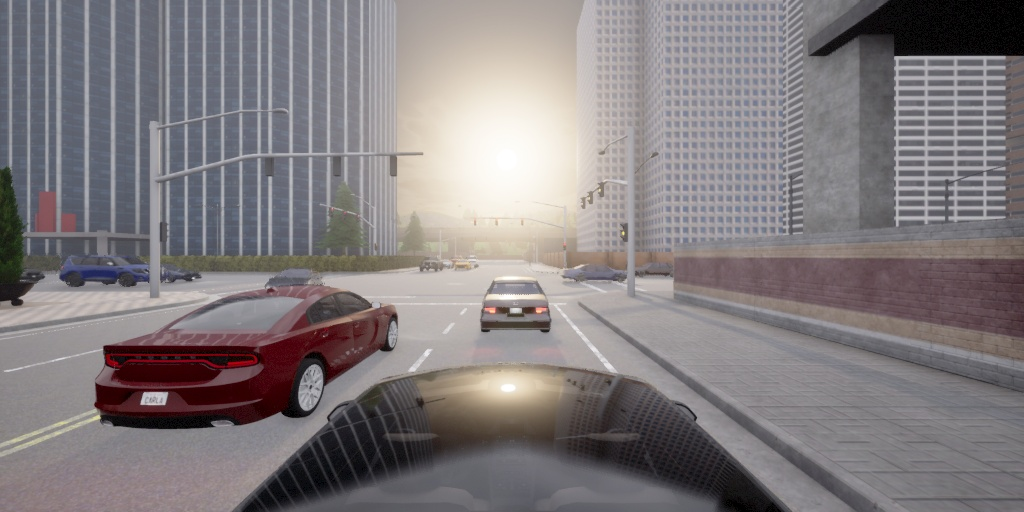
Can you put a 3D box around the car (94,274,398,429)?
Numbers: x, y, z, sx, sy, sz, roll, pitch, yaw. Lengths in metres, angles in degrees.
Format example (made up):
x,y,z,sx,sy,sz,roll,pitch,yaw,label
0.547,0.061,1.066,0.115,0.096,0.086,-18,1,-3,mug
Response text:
x,y,z,sx,sy,sz,roll,pitch,yaw,label
-3.440,1.228,5.945,1.882,1.535,5.008,0,0,0,car

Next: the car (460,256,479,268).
x,y,z,sx,sy,sz,roll,pitch,yaw,label
-7.031,0.971,61.800,2.150,2.045,5.566,0,0,0,car

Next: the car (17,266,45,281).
x,y,z,sx,sy,sz,roll,pitch,yaw,label
-38.537,1.253,27.067,4.892,1.490,1.837,1,0,0,car

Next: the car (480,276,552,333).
x,y,z,sx,sy,sz,roll,pitch,yaw,label
0.090,1.297,10.757,2.033,1.411,5.357,0,0,0,car

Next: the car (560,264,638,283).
x,y,z,sx,sy,sz,roll,pitch,yaw,label
6.456,1.297,27.537,5.357,1.411,2.033,0,0,0,car

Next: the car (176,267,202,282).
x,y,z,sx,sy,sz,roll,pitch,yaw,label
-26.784,1.297,27.131,5.357,1.411,2.033,0,0,0,car

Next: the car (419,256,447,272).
x,y,z,sx,sy,sz,roll,pitch,yaw,label
-10.569,0.972,47.353,2.150,2.045,5.566,0,0,0,car

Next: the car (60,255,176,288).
x,y,z,sx,sy,sz,roll,pitch,yaw,label
-26.098,0.971,23.636,5.566,2.045,2.150,0,0,0,car

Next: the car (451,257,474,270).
x,y,z,sx,sy,sz,roll,pitch,yaw,label
-7.063,1.227,51.959,1.882,1.535,5.008,0,0,0,car

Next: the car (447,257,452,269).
x,y,z,sx,sy,sz,roll,pitch,yaw,label
-10.551,1.275,56.892,1.812,1.442,4.674,0,0,0,car

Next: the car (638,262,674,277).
x,y,z,sx,sy,sz,roll,pitch,yaw,label
13.912,1.297,34.737,5.357,1.411,2.033,0,0,0,car

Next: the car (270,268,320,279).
x,y,z,sx,sy,sz,roll,pitch,yaw,label
-10.815,1.297,18.203,2.033,1.411,5.357,0,0,-20,car
